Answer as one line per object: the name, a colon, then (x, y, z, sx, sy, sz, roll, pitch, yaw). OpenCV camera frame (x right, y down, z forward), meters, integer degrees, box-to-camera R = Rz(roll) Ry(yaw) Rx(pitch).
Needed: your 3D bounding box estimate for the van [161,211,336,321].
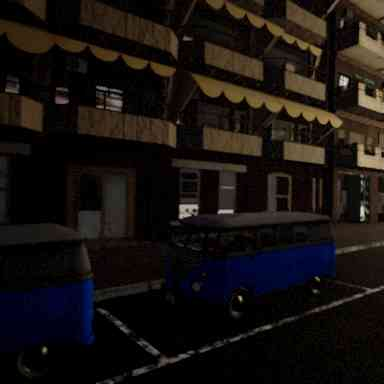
van: (1.338, 1.343, 7.023, 3.998, 1.788, 1.690, 0, 1, -35)

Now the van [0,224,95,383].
van: (-3.166, 1.342, 3.811, 3.998, 1.788, 1.690, 0, 2, -35)
